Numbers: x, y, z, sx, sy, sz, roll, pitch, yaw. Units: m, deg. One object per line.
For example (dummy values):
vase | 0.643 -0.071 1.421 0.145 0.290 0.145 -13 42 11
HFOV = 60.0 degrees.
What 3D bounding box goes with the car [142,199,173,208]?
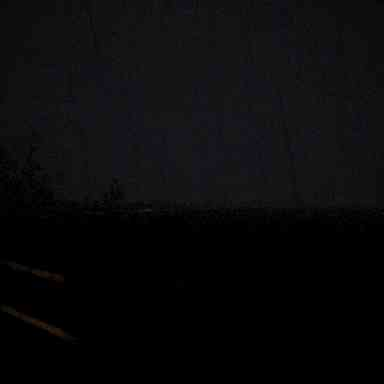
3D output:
car | -5.134 1.846 50.566 2.033 1.411 5.357 2 0 36
